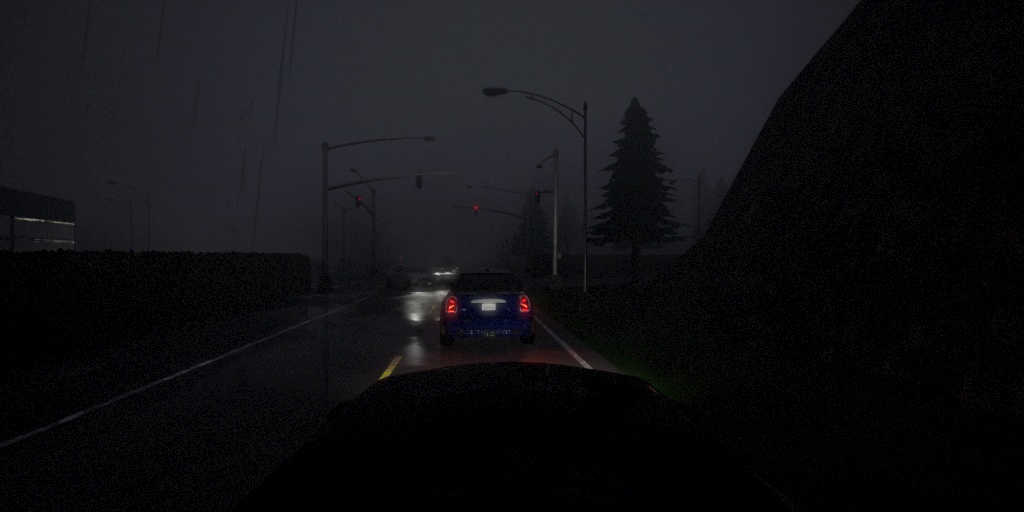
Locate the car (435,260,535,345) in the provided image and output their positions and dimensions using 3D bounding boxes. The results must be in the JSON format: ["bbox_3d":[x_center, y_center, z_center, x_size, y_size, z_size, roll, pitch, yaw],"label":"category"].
[{"bbox_3d":[-0.729,1.102,9.727,2.097,1.767,4.553,0,0,-6],"label":"car"}]

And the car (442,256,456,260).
[{"bbox_3d":[-9.650,0.971,54.196,2.150,2.045,5.566,0,0,-7],"label":"car"}]

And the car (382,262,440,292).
[{"bbox_3d":[-6.107,1.276,21.842,1.812,1.442,4.674,2,-1,-40],"label":"car"}]

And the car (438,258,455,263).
[{"bbox_3d":[-8.549,1.314,44.807,1.994,1.385,4.181,0,0,-7],"label":"car"}]

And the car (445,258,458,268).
[{"bbox_3d":[-10.813,1.228,64.427,1.882,1.535,5.008,0,0,-6],"label":"car"}]
